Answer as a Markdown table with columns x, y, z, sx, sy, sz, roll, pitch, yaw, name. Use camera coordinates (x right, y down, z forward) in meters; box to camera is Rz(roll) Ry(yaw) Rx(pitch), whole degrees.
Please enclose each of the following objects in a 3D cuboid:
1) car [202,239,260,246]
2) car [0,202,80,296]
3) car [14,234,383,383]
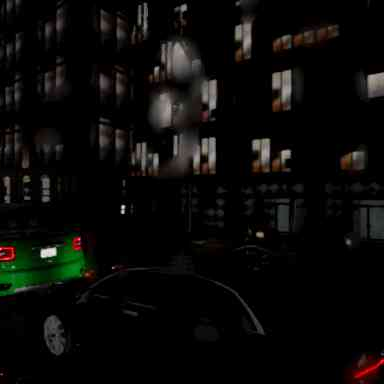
| x | y | z | sx | sy | sz | roll | pitch | yaw | name |
| --- | --- | --- | --- | --- | --- | --- | --- | --- | --- |
| 0.210 | 1.599 | 6.432 | 4.403 | 1.369 | 2.008 | 0 | 0 | 36 | car |
| -4.916 | 1.262 | 7.979 | 5.566 | 2.045 | 2.150 | 0 | -1 | 36 | car |
| -0.127 | 1.537 | 4.312 | 4.892 | 1.490 | 1.837 | 0 | 0 | 36 | car |
